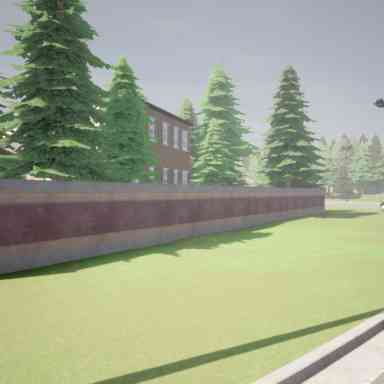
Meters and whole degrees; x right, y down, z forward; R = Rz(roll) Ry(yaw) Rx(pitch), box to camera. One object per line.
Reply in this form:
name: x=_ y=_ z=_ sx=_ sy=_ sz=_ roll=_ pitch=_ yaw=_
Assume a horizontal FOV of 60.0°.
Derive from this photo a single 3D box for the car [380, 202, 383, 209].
car: x=25.199 y=1.505 z=40.693 sx=1.837 sy=1.490 sz=4.892 roll=0 pitch=0 yaw=-6
